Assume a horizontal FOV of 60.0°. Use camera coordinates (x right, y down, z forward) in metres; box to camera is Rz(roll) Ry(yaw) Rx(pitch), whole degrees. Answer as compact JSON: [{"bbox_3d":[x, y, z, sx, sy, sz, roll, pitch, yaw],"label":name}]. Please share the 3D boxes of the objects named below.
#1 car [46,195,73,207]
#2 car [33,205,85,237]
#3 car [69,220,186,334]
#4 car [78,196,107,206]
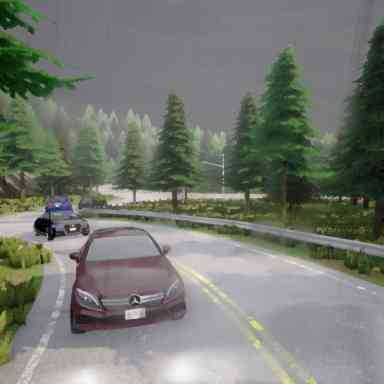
[{"bbox_3d":[-12.838,1.326,32.229,2.150,2.045,5.566,-1,0,-18],"label":"car"},{"bbox_3d":[-7.041,1.664,17.771,1.994,1.385,4.181,-4,2,-38],"label":"car"},{"bbox_3d":[-1.516,1.523,7.069,1.812,1.442,4.674,-2,0,-17],"label":"car"},{"bbox_3d":[-12.686,1.289,42.817,2.097,1.767,4.553,2,2,13],"label":"car"}]
